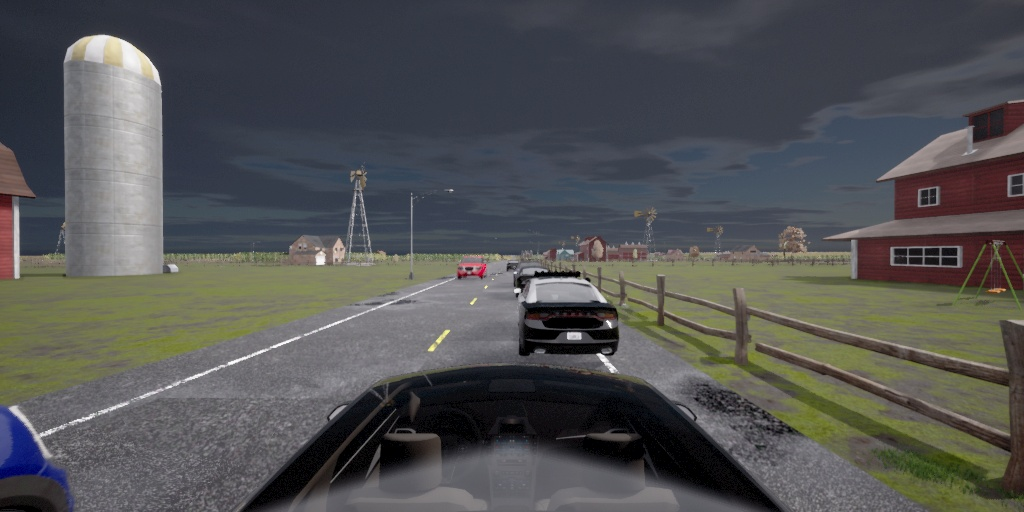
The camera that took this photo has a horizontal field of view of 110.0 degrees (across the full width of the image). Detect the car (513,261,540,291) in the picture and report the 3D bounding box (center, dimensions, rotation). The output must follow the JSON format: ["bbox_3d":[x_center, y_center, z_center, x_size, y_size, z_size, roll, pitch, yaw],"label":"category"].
[{"bbox_3d":[1.123,1.228,18.646,1.882,1.535,5.008,0,0,0],"label":"car"}]

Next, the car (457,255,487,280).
[{"bbox_3d":[-3.375,0.978,31.109,2.150,2.045,5.566,0,0,0],"label":"car"}]

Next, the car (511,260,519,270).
[{"bbox_3d":[1.147,1.105,24.617,2.097,1.767,4.553,0,0,0],"label":"car"}]

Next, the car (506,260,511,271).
[{"bbox_3d":[0.249,1.258,48.300,1.882,1.535,5.008,0,0,0],"label":"car"}]

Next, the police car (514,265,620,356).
[{"bbox_3d":[1.082,1.174,8.755,1.930,1.638,5.238,0,0,0],"label":"police car"}]
